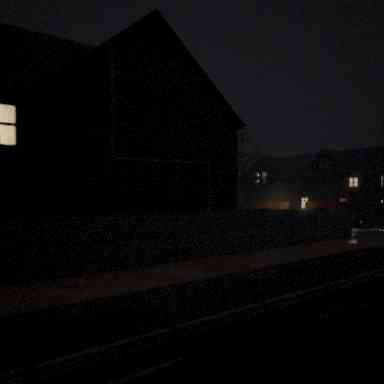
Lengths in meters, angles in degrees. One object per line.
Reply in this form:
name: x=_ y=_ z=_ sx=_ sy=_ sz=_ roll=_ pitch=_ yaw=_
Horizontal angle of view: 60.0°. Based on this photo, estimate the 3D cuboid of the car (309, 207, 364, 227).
car: x=10.407 y=1.880 z=25.030 sx=1.812 sy=1.442 sz=4.674 roll=-1 pitch=-1 yaw=-36
